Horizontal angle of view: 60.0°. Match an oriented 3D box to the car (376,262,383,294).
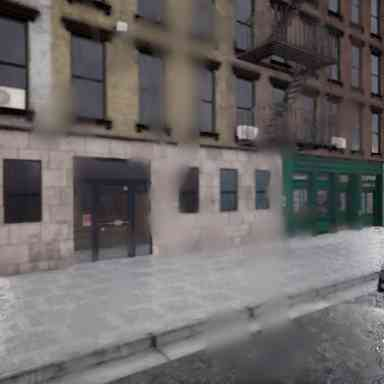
[{"bbox_3d":[5.855,1.564,7.189,4.181,1.385,1.994,0,0,-35],"label":"car"}]
